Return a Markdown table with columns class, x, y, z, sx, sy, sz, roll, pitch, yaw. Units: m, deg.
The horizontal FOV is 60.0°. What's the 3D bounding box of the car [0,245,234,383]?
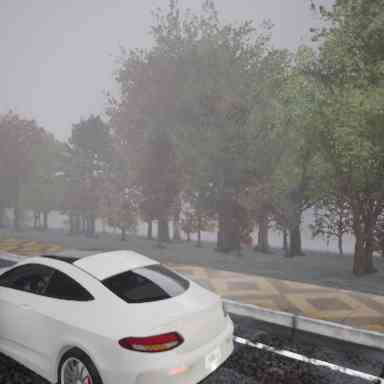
| class | x | y | z | sx | sy | sz | roll | pitch | yaw |
| --- | --- | --- | --- | --- | --- | --- | --- | --- | --- |
| car | -1.669 | 1.520 | 4.740 | 4.674 | 1.442 | 1.812 | 0 | 0 | 35 |
